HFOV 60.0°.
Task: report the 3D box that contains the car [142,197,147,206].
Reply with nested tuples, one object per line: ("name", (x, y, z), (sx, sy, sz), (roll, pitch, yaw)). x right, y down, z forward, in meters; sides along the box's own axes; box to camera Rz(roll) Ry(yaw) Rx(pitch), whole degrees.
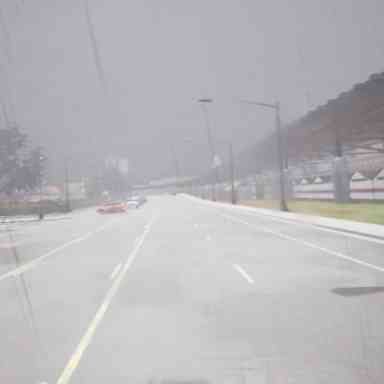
("car", (-12.934, 2.730, 81.706), (1.994, 1.385, 4.181), (-3, 0, -4))

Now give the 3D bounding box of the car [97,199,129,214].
("car", (-12.080, 2.329, 49.601), (2.097, 1.767, 4.553), (-4, -1, 24))

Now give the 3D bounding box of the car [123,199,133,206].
("car", (-16.941, 2.728, 88.101), (2.097, 1.767, 4.553), (-3, 0, -4))

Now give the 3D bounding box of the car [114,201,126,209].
("car", (-15.829, 2.881, 73.738), (1.994, 1.385, 4.181), (-3, 0, -4))

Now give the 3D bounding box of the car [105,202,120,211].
("car", (-15.023, 2.768, 63.162), (2.033, 1.411, 5.357), (-3, 0, -4))

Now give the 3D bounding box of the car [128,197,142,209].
("car", (-11.724, 2.275, 65.621), (2.150, 2.045, 5.566), (-3, 0, -4))
